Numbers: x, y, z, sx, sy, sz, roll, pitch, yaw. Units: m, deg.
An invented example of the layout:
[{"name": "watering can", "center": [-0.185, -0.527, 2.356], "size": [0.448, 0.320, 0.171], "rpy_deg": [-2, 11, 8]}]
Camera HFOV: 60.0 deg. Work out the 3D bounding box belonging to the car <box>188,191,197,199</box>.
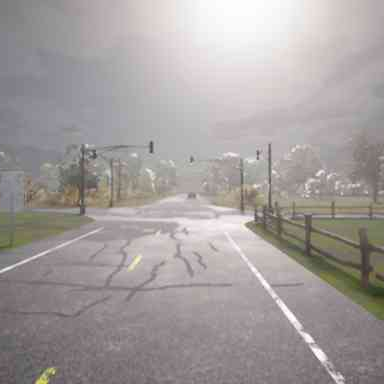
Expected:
[{"name": "car", "center": [-0.018, 0.739, 83.989], "size": [2.150, 2.045, 5.566], "rpy_deg": [0, 0, 0]}]
